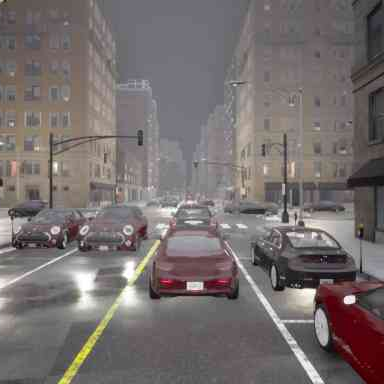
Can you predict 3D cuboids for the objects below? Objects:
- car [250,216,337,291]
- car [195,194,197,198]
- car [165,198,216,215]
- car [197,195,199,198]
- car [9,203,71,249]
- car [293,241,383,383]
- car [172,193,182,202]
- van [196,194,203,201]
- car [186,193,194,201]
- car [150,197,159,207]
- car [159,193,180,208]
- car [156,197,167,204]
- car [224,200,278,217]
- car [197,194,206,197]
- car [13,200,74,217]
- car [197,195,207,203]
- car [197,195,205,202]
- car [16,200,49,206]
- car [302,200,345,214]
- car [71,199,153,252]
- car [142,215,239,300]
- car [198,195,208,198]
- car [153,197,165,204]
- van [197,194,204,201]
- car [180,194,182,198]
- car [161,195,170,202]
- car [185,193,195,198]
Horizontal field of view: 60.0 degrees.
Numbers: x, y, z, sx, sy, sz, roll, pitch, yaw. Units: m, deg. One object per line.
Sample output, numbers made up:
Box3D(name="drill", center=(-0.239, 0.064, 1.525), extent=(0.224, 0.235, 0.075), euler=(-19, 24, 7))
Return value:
Box3D(name="car", center=(2.658, 1.553, 8.761), extent=(2.008, 1.369, 4.403), euler=(0, 0, 0))
Box3D(name="car", center=(2.253, 1.399, 69.208), extent=(2.192, 1.841, 5.009), euler=(0, 0, -1))
Box3D(name="car", center=(0.068, 1.358, 15.603), extent=(2.097, 1.767, 4.553), euler=(0, 0, 0))
Box3D(name="car", center=(2.377, 1.623, 58.194), extent=(1.947, 1.339, 4.313), euler=(0, 0, -1))
Box3D(name="car", center=(-5.877, 1.445, 14.233), extent=(1.967, 1.590, 4.097), euler=(0, 0, 0))
Box3D(name="car", center=(2.669, 1.545, 3.270), extent=(1.887, 1.381, 4.507), euler=(0, 0, 0))
Box3D(name="car", center=(-3.518, 1.337, 77.811), extent=(2.150, 2.045, 5.566), euler=(0, 0, -1))
Box3D(name="van", center=(2.002, 1.504, 91.236), extent=(1.690, 1.788, 3.998), euler=(0, 0, -1))
Box3D(name="car", center=(-0.658, 1.384, 90.133), extent=(2.150, 2.045, 5.566), euler=(0, 0, -1))
Box3D(name="car", center=(-6.085, 1.596, 52.594), extent=(2.008, 1.369, 4.403), euler=(0, 0, -1))
Box3D(name="car", center=(-3.263, 1.391, 48.479), extent=(2.097, 1.767, 4.553), euler=(0, 0, -1))
Box3D(name="car", center=(-6.273, 1.666, 69.117), extent=(1.802, 1.307, 4.206), euler=(0, 0, -1))
Box3D(name="car", center=(5.375, 1.506, 30.389), extent=(4.902, 1.511, 2.128), euler=(1, 0, 0))
Box3D(name="car", center=(2.313, 1.595, 63.871), extent=(1.752, 1.417, 4.829), euler=(0, 0, -1))
Box3D(name="car", center=(-13.437, 1.470, 30.246), extent=(4.674, 1.442, 1.812), euler=(0, 0, 0))
Box3D(name="car", center=(2.189, 1.541, 74.715), extent=(1.967, 1.590, 4.097), euler=(0, 0, -1))
Box3D(name="car", center=(2.127, 1.560, 80.221), extent=(1.967, 1.590, 4.097), euler=(0, 0, -1))
Box3D(name="car", center=(-12.183, 1.447, 26.718), extent=(4.674, 1.442, 1.812), euler=(0, -1, 4))
Box3D(name="car", center=(14.640, 1.648, 37.173), extent=(4.674, 1.442, 1.812), euler=(0, 0, 1))
Box3D(name="car", center=(-3.053, 1.356, 13.777), extent=(2.097, 1.767, 4.553), euler=(0, 0, 0))
Box3D(name="car", center=(0.020, 1.528, 8.299), extent=(1.812, 1.442, 4.674), euler=(0, 0, -1))
Box3D(name="car", center=(2.440, 1.590, 52.687), extent=(1.887, 1.381, 4.507), euler=(0, 0, -1))
Box3D(name="car", center=(-6.210, 1.614, 63.610), extent=(1.887, 1.381, 4.507), euler=(0, 0, -1))
Box3D(name="van", center=(2.065, 1.482, 85.729), extent=(1.690, 1.788, 3.998), euler=(0, 0, -1))
Box3D(name="car", center=(-3.420, 1.605, 67.280), extent=(1.812, 1.442, 4.674), euler=(0, 0, 0))
Box3D(name="car", center=(-6.398, 1.559, 80.133), extent=(1.967, 1.590, 4.097), euler=(0, 0, -1))
Box3D(name="car", center=(-0.536, 1.342, 79.415), extent=(2.150, 2.045, 5.566), euler=(0, 0, -1))
